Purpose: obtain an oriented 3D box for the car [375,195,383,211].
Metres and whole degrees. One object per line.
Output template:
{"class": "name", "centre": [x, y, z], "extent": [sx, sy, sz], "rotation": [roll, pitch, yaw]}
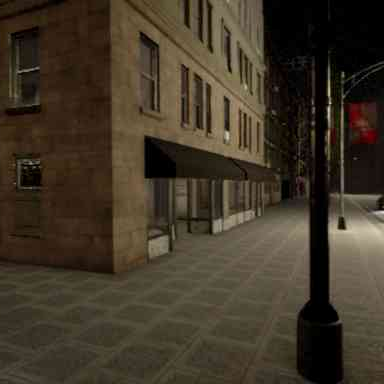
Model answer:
{"class": "car", "centre": [17.661, 0.927, 29.724], "extent": [1.994, 1.385, 4.181], "rotation": [0, 1, 23]}
